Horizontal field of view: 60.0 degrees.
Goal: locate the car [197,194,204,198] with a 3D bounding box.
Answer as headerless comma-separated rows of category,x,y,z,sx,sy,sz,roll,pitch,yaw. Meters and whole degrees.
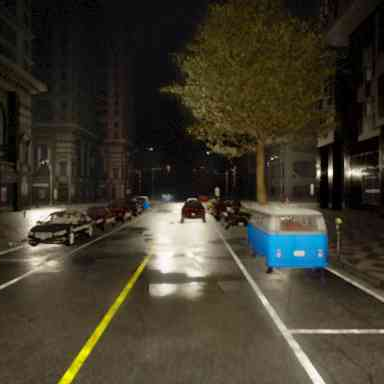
car,2.742,1.616,80.215,1.887,1.381,4.507,0,0,0

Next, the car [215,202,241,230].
car,2.752,1.559,20.963,2.008,1.369,4.403,0,0,0

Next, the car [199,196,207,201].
car,2.738,1.625,85.740,1.887,1.381,4.507,0,0,0

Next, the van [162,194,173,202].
van,-5.812,1.404,74.704,1.690,1.788,3.998,0,0,0

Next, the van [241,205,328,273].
van,2.756,1.344,10.385,1.690,1.788,3.998,0,0,0

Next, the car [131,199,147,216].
car,-5.778,1.580,31.307,1.947,1.339,4.313,0,0,0

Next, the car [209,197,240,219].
car,2.749,1.326,26.252,2.192,1.841,5.009,0,0,0

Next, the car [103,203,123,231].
car,-5.773,1.589,20.480,1.802,1.307,4.206,0,0,0

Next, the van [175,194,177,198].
van,-5.817,1.431,91.279,1.690,1.788,3.998,0,0,0

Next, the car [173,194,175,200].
car,-5.813,1.616,80.229,1.887,1.381,4.507,0,0,0

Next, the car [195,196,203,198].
car,0.067,1.550,41.955,1.812,1.442,4.674,0,-1,-1

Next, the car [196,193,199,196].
car,2.735,1.635,91.265,1.887,1.381,4.507,0,0,0

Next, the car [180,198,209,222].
car,0.090,1.489,26.689,1.882,1.535,5.008,0,0,0

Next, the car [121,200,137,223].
car,-5.776,1.555,25.893,1.887,1.381,4.507,0,0,0

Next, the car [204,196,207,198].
car,2.748,1.550,42.291,1.752,1.417,4.829,0,0,0

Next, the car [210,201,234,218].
car,2.747,1.560,31.541,1.887,1.381,4.507,0,0,0

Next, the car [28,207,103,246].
car,-5.771,1.556,15.067,2.008,1.369,4.403,0,0,0

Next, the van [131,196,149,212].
van,-5.781,1.360,36.720,1.690,1.788,3.998,0,0,0
